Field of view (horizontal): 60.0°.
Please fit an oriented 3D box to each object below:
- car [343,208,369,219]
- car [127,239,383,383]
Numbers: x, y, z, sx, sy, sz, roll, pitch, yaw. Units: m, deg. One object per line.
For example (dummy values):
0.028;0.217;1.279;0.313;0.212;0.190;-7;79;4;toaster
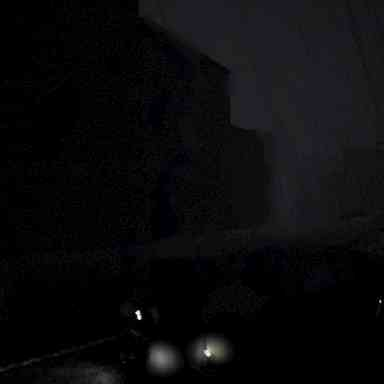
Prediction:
20.894;2.727;42.644;1.994;1.385;4.181;-2;-3;6;car
1.645;1.568;5.637;5.357;1.411;2.033;0;-1;-41;car
